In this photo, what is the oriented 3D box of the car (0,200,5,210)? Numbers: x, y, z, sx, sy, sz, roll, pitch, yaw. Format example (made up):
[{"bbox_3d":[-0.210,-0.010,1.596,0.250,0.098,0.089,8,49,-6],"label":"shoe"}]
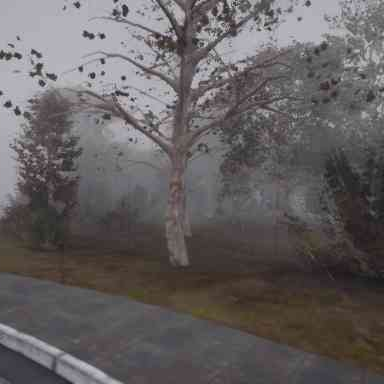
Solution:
[{"bbox_3d":[-34.651,2.494,58.828,2.150,2.045,5.566,0,-2,-12],"label":"car"}]
